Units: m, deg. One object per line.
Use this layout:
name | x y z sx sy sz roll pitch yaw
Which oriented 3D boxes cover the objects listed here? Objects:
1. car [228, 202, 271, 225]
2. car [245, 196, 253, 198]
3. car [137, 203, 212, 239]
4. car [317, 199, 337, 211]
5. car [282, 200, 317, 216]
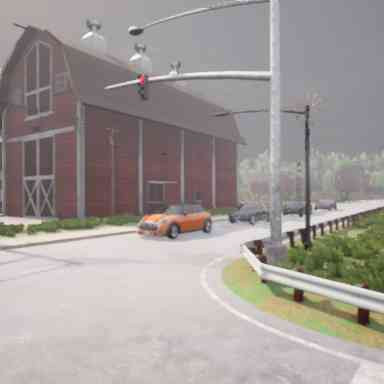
car | 4.513 1.587 25.310 1.837 1.490 4.892 0 0 37
car | 14.961 1.745 87.592 1.784 1.438 3.905 0 0 36
car | -0.861 1.437 18.063 2.097 1.767 4.553 0 0 37
car | 16.829 1.603 41.857 1.812 1.442 4.674 0 0 37
car | 10.712 1.585 33.664 1.837 1.490 4.892 0 0 37
